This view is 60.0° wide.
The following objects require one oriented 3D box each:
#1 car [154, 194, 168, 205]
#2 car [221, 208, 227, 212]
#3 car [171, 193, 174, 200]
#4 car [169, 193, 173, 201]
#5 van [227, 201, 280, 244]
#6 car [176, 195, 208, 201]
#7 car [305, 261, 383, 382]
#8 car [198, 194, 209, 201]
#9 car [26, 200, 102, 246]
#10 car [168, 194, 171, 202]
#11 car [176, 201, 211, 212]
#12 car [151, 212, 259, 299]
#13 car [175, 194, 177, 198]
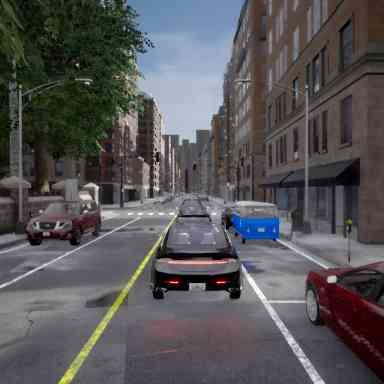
[{"bbox_3d":[-5.697,1.480,58.984,1.752,1.417,4.829,0,0,0],"label":"car"},{"bbox_3d":[2.846,1.557,21.169,1.947,1.339,4.313,0,0,0],"label":"car"},{"bbox_3d":[-5.704,1.491,75.506,1.887,1.381,4.507,0,0,0],"label":"car"},{"bbox_3d":[-5.702,1.493,70.055,1.887,1.381,4.507,0,0,0],"label":"car"},{"bbox_3d":[2.848,1.336,15.509,1.690,1.788,3.998,0,0,0],"label":"van"},{"bbox_3d":[-0.014,1.338,27.526,2.097,1.767,4.553,0,0,0],"label":"car"},{"bbox_3d":[2.853,1.544,4.188,1.887,1.381,4.507,0,0,0],"label":"car"},{"bbox_3d":[2.820,1.386,75.546,1.967,1.590,4.097,0,0,0],"label":"car"},{"bbox_3d":[-5.677,1.310,15.465,2.192,1.841,5.009,0,0,0],"label":"car"},{"bbox_3d":[-5.699,1.502,64.604,2.008,1.369,4.403,0,0,0],"label":"car"},{"bbox_3d":[0.090,1.485,18.348,2.128,1.511,4.902,0,0,0],"label":"car"},{"bbox_3d":[0.096,1.490,8.409,2.128,1.511,4.902,0,0,0],"label":"car"},{"bbox_3d":[-5.709,1.496,86.408,2.008,1.369,4.403,0,0,0],"label":"car"}]
